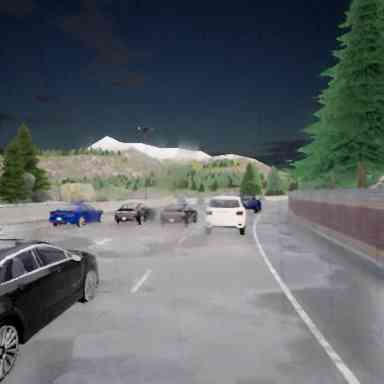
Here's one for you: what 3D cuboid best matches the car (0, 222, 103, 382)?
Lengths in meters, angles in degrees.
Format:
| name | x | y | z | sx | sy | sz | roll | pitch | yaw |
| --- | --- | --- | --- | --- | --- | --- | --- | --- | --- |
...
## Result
| name | x | y | z | sx | sy | sz | roll | pitch | yaw |
| --- | --- | --- | --- | --- | --- | --- | --- | --- | --- |
| car | -3.060 | 1.511 | 5.396 | 2.128 | 1.511 | 4.902 | 0 | 0 | 3 |

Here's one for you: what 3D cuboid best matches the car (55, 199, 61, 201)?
| name | x | y | z | sx | sy | sz | roll | pitch | yaw |
| --- | --- | --- | --- | --- | --- | --- | --- | --- | --- |
| car | -21.369 | 1.777 | 53.835 | 1.895 | 1.301 | 4.718 | 0 | 0 | 20 |

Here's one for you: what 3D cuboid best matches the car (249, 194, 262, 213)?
| name | x | y | z | sx | sy | sz | roll | pitch | yaw |
| --- | --- | --- | --- | --- | --- | --- | --- | --- | --- |
| car | 6.599 | 1.299 | 37.824 | 2.150 | 2.045 | 5.566 | 0 | 0 | 18 |

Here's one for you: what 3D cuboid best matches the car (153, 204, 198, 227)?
| name | x | y | z | sx | sy | sz | roll | pitch | yaw |
| --- | --- | --- | --- | --- | --- | --- | --- | --- | --- |
| car | -0.796 | 1.550 | 23.147 | 2.128 | 1.511 | 4.902 | 0 | 0 | 11 |

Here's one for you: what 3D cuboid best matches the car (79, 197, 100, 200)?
| name | x | y | z | sx | sy | sz | roll | pitch | yaw |
| --- | --- | --- | --- | --- | --- | --- | --- | --- | --- |
| car | -14.747 | 1.516 | 51.565 | 2.097 | 1.767 | 4.553 | 0 | 0 | 20 |

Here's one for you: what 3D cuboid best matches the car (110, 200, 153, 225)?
| name | x | y | z | sx | sy | sz | roll | pitch | yaw |
| --- | --- | --- | --- | --- | --- | --- | --- | --- | --- |
| car | -4.060 | 1.561 | 24.591 | 2.128 | 1.511 | 4.902 | 0 | 0 | 11 |

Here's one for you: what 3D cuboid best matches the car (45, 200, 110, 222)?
| name | x | y | z | sx | sy | sz | roll | pitch | yaw |
| --- | --- | --- | --- | --- | --- | --- | --- | --- | --- |
| car | -7.884 | 1.551 | 23.302 | 1.882 | 1.535 | 5.008 | 0 | 0 | 10 |

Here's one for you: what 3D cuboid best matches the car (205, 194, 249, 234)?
| name | x | y | z | sx | sy | sz | roll | pitch | yaw |
| --- | --- | --- | --- | --- | --- | --- | --- | --- | --- |
| car | 2.107 | 1.267 | 19.768 | 2.150 | 2.045 | 5.566 | 0 | 0 | 10 |

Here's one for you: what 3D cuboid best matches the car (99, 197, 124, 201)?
| name | x | y | z | sx | sy | sz | roll | pitch | yaw |
| --- | --- | --- | --- | --- | --- | --- | --- | --- | --- |
| car | -11.476 | 1.694 | 50.318 | 1.812 | 1.442 | 4.674 | 0 | 0 | 20 |
